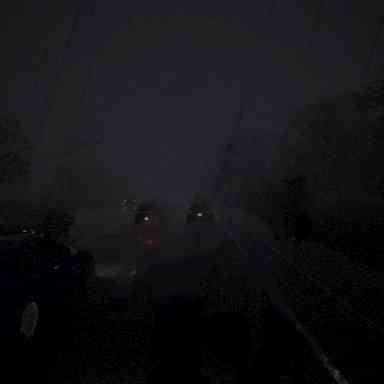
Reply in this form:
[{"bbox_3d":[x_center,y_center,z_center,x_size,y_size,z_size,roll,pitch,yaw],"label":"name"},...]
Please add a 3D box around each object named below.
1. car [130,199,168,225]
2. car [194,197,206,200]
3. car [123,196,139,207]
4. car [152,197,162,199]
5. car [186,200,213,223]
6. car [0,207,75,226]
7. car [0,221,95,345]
[{"bbox_3d":[-2.929,1.507,24.305,1.837,1.490,4.892,0,0,1],"label":"car"},{"bbox_3d":[0.998,1.363,42.442,2.097,1.767,4.553,0,0,1],"label":"car"},{"bbox_3d":[-9.440,1.353,52.347,2.097,1.767,4.553,0,0,2],"label":"car"},{"bbox_3d":[-5.843,1.569,56.257,1.994,1.385,4.181,0,0,2],"label":"car"},{"bbox_3d":[0.600,1.570,25.490,1.994,1.385,4.181,0,0,1],"label":"car"},{"bbox_3d":[-6.851,1.474,14.830,1.882,1.535,5.008,0,0,1],"label":"car"},{"bbox_3d":[-3.302,1.524,6.249,1.812,1.442,4.674,0,0,1],"label":"car"}]
